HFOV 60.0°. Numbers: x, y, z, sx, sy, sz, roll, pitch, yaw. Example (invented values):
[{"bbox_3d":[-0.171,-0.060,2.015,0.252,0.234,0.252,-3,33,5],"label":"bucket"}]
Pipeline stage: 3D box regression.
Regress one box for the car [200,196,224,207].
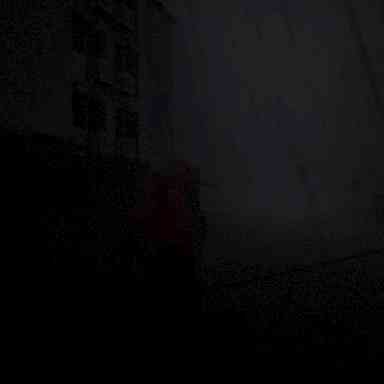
[{"bbox_3d":[2.388,1.240,45.947,1.812,1.442,4.674,-1,0,-36],"label":"car"}]
